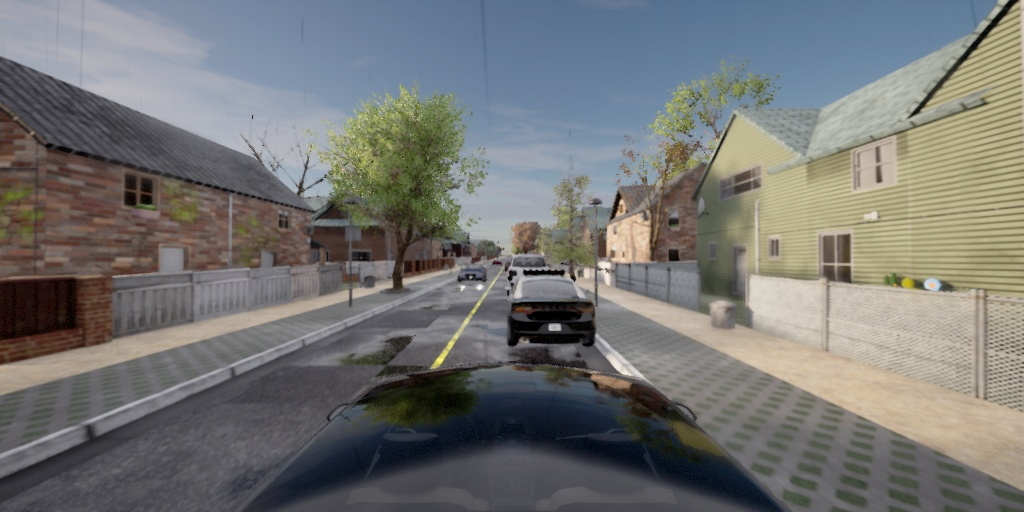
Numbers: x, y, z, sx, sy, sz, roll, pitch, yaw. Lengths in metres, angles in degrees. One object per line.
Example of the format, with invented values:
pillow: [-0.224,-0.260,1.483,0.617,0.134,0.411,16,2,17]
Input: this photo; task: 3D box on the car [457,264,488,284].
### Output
car: [-2.849,1.273,26.690,1.994,1.385,4.181,0,0,0]

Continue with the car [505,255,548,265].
car: [0.824,0.946,19.396,2.150,2.045,5.566,0,0,0]

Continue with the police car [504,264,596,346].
police car: [0.824,1.163,9.474,1.930,1.638,5.238,0,0,0]
